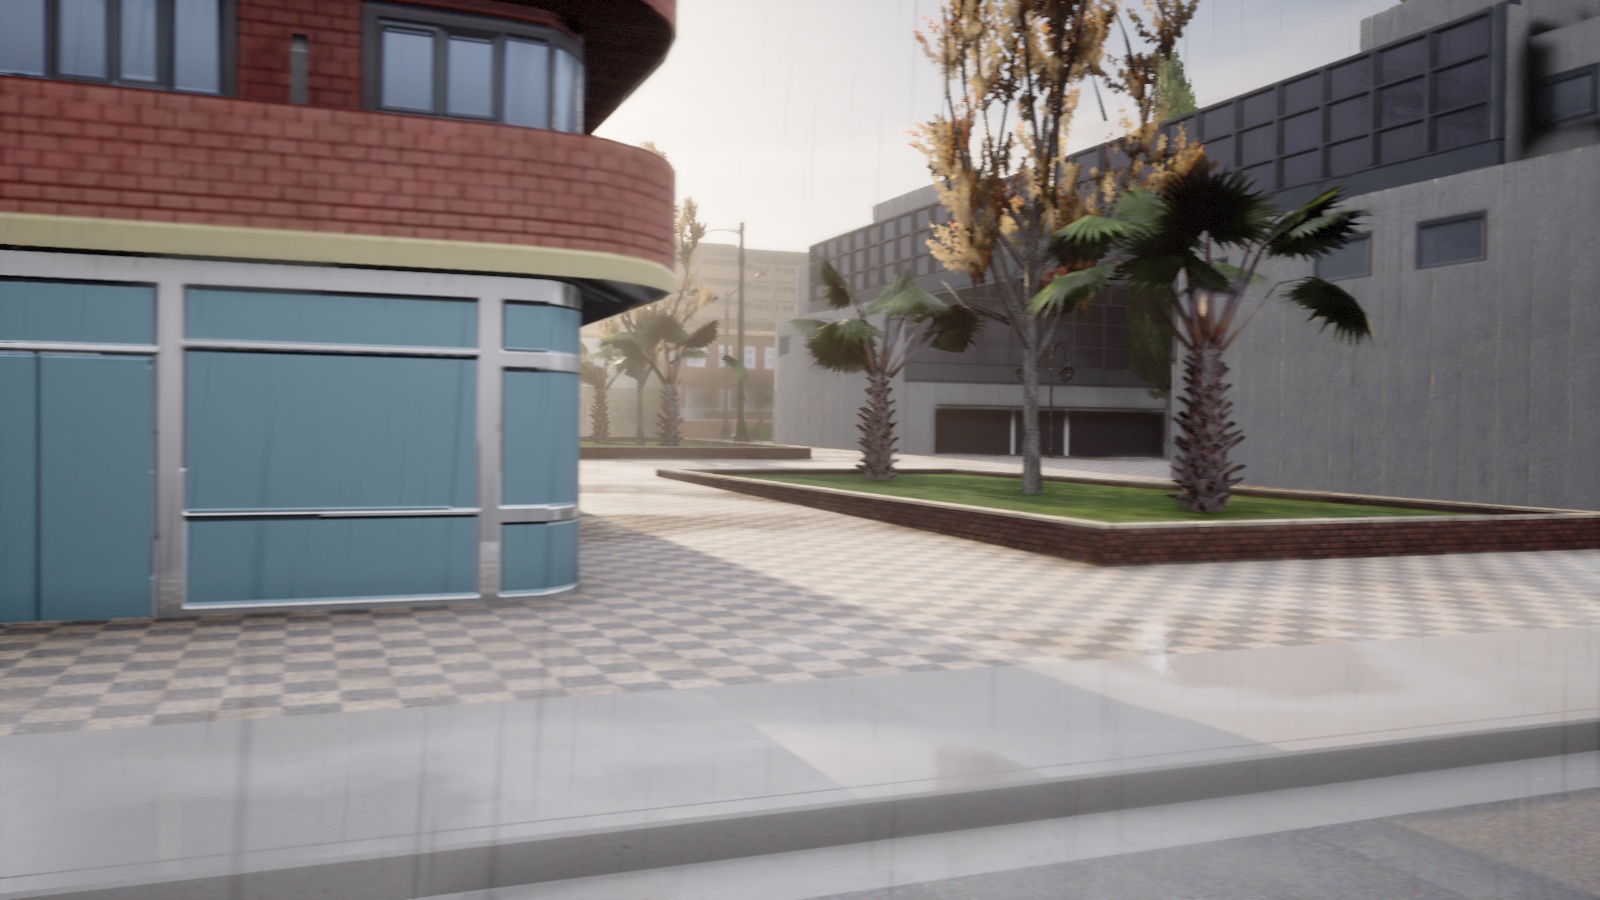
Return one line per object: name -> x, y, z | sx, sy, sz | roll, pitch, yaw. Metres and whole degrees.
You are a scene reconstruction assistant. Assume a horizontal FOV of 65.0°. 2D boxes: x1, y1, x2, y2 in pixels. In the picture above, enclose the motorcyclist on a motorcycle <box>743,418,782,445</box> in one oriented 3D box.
motorcyclist on a motorcycle -> -2.129, -1.073, 71.679 | 2.044, 1.523, 0.797 | 0, 1, -22
